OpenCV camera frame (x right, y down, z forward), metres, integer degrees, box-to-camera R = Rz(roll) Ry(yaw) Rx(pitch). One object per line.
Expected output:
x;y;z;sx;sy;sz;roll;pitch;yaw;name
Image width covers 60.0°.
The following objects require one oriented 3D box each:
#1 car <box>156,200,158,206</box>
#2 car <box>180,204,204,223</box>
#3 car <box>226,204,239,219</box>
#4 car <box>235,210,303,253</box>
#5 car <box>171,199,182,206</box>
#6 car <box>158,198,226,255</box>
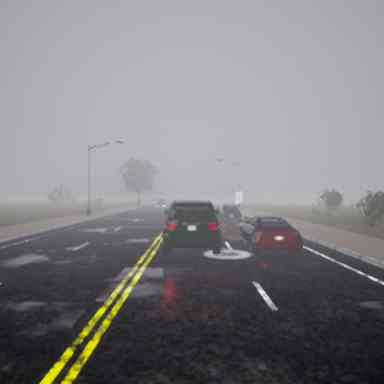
-6.520;2.118;71.147;1.882;1.535;5.008;0;0;0;car
-0.005;1.834;29.270;1.994;1.385;4.181;0;0;0;car
3.245;1.796;29.400;1.812;1.442;4.674;0;0;0;car
3.248;1.698;14.353;1.994;1.385;4.181;0;0;0;car
-3.270;2.180;71.150;2.033;1.411;5.357;0;0;0;car
-0.003;1.347;14.027;2.150;2.045;5.566;0;0;0;car
